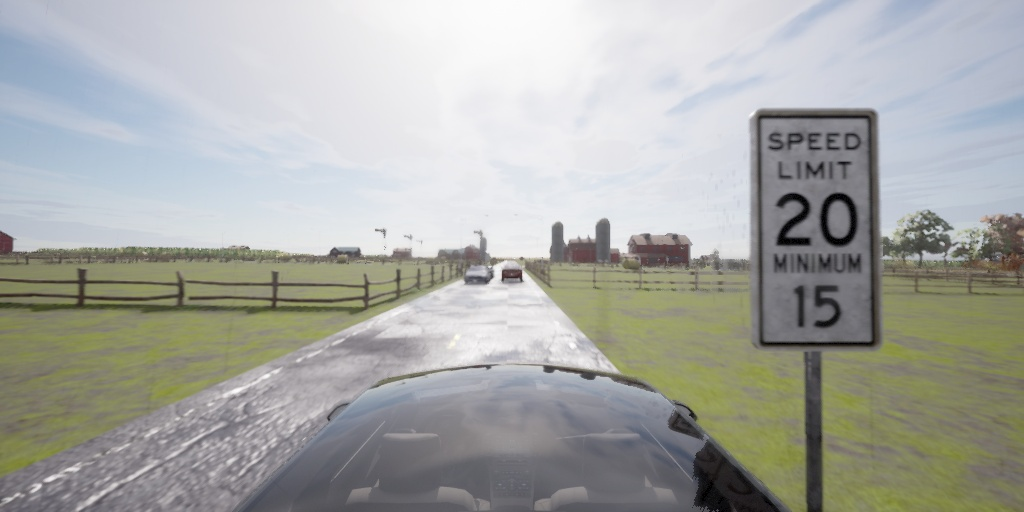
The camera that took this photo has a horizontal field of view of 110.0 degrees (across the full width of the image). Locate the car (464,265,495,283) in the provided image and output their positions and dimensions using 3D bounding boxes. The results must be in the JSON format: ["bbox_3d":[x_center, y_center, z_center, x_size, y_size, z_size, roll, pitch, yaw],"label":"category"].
[{"bbox_3d":[-2.748,1.514,29.632,2.033,1.411,5.357,0,0,0],"label":"car"}]

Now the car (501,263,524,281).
[{"bbox_3d":[0.016,1.404,32.231,1.882,1.535,5.008,0,0,0],"label":"car"}]

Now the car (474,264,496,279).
[{"bbox_3d":[-2.747,1.554,36.803,1.895,1.301,4.718,0,0,0],"label":"car"}]
